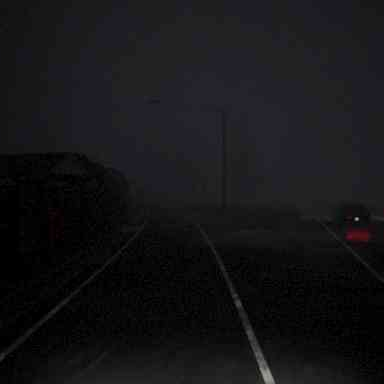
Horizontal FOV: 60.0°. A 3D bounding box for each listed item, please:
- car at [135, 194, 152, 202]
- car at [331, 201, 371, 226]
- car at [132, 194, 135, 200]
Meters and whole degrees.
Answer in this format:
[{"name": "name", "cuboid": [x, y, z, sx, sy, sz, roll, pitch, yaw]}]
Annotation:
[{"name": "car", "cuboid": [-9.530, 1.117, 67.012, 2.097, 1.767, 4.553, 0, 0, -17]}, {"name": "car", "cuboid": [10.825, 1.393, 22.822, 1.837, 1.490, 4.892, 0, 0, 16]}, {"name": "car", "cuboid": [-12.590, 1.093, 76.695, 1.812, 1.442, 4.674, 0, 0, -20]}]
